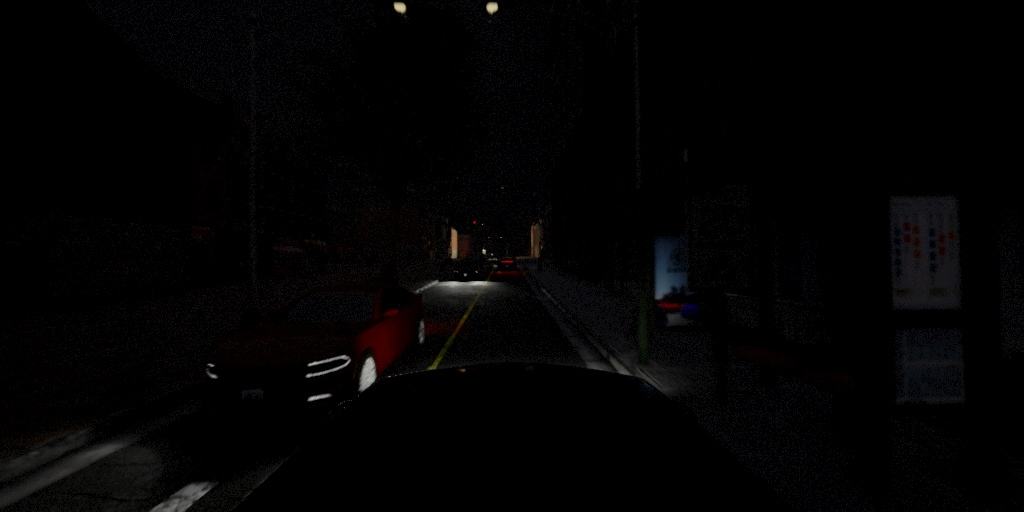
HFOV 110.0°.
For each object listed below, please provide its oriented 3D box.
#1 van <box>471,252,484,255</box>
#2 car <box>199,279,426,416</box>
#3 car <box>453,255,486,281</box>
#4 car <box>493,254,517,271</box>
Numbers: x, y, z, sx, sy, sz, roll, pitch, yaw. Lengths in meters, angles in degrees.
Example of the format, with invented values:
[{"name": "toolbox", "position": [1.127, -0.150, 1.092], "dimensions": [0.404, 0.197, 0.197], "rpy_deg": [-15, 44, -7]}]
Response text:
[{"name": "van", "position": [-6.368, 0.172, 62.417], "dimensions": [1.690, 1.789, 3.998], "rpy_deg": [0, 0, -1]}, {"name": "car", "position": [-2.894, 1.241, 6.434], "dimensions": [1.882, 1.535, 5.008], "rpy_deg": [-1, 0, -1]}, {"name": "car", "position": [-3.209, 0.967, 26.751], "dimensions": [1.837, 1.490, 4.892], "rpy_deg": [-1, 1, -1]}, {"name": "car", "position": [-0.483, 0.655, 36.164], "dimensions": [2.128, 1.511, 4.902], "rpy_deg": [-1, 2, -1]}]
